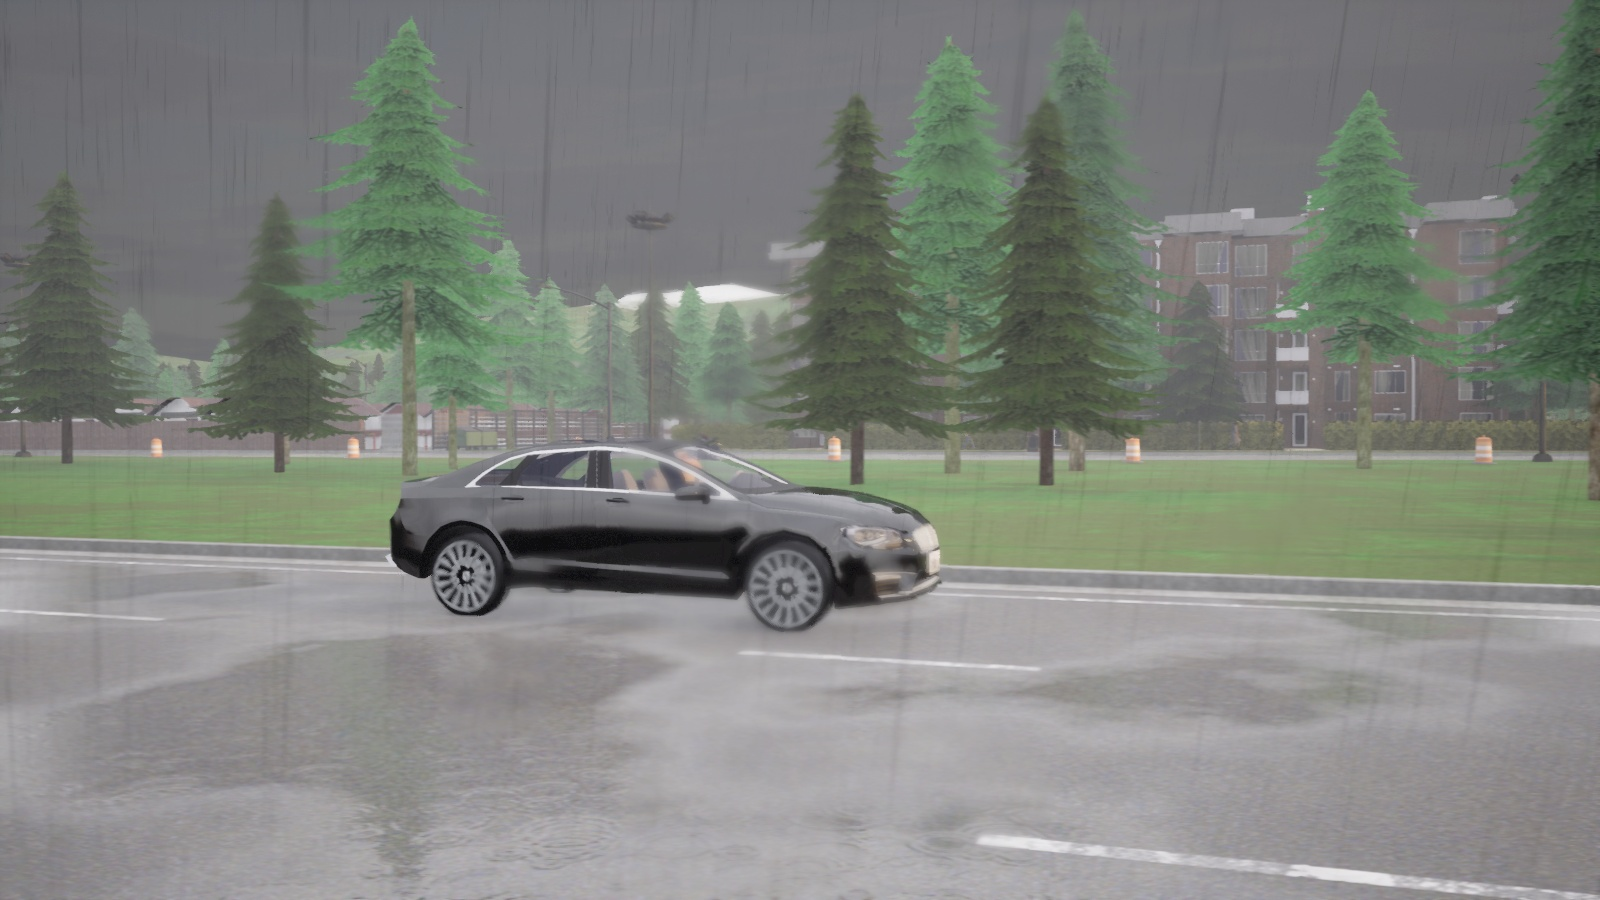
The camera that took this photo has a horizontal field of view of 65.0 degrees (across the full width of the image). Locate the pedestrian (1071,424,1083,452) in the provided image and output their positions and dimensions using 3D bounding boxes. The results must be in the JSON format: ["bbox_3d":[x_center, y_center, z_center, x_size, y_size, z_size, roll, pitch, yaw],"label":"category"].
[{"bbox_3d":[17.900,-0.776,81.116,0.706,1.836,0.354,1,1,20],"label":"pedestrian"}]

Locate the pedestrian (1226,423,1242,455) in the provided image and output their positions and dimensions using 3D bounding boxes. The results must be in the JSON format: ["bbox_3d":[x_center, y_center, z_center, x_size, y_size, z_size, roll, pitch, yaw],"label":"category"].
[{"bbox_3d":[27.035,-0.695,78.191,0.873,1.952,0.659,1,1,20],"label":"pedestrian"}]

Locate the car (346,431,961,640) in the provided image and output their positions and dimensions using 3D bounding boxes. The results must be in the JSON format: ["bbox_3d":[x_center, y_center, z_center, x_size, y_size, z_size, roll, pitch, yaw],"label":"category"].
[{"bbox_3d":[-1.229,0.602,10.991,4.902,1.511,2.128,1,1,19],"label":"car"}]
